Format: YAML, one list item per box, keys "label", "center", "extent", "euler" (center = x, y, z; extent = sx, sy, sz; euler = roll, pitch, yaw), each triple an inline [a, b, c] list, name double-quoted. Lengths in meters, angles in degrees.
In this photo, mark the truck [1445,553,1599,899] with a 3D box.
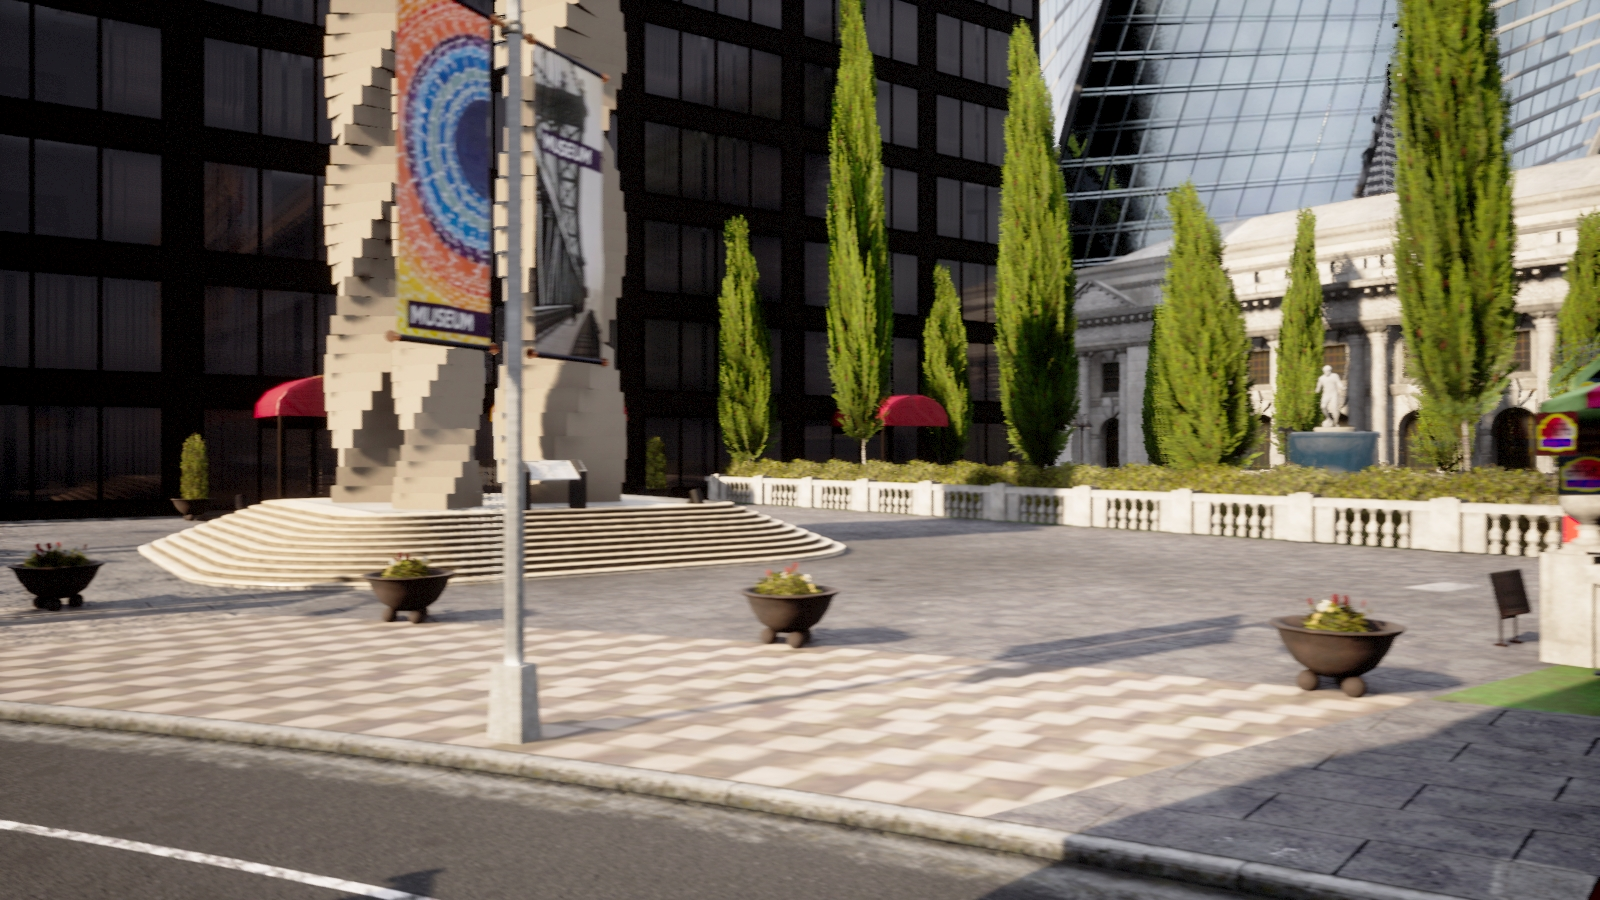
- label: "truck"
  center: [3.756, 1.567, 1.120]
  extent: [5.204, 2.467, 2.627]
  euler: [0, 0, 35]
